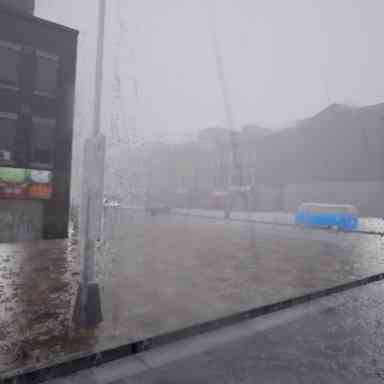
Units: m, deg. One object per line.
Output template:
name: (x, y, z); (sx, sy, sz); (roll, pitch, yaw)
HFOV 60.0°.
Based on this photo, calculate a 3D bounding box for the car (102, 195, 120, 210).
car: (-11.832, 1.451, 45.931); (2.150, 2.045, 5.566); (3, -2, -35)

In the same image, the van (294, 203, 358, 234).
van: (8.619, 1.662, 21.593); (1.690, 1.788, 3.998); (3, -2, -35)

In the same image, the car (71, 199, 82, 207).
car: (-17.538, 1.855, 53.848); (1.895, 1.301, 4.718); (3, -2, -35)

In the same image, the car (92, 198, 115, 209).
car: (-14.689, 1.873, 55.048); (1.882, 1.535, 5.008); (3, -2, -35)

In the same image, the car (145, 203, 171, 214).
car: (-4.054, 1.916, 39.415); (1.802, 1.307, 4.206); (3, -2, -35)
